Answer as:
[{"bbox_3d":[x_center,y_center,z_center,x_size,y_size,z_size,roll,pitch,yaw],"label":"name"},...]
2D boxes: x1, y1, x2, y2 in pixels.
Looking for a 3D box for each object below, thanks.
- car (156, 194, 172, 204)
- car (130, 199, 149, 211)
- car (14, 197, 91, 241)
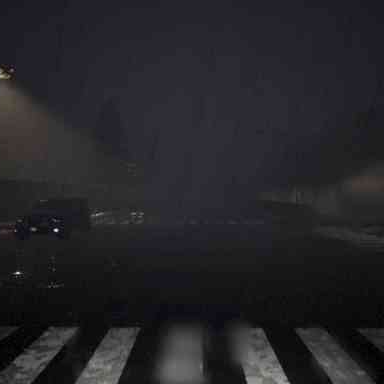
[{"bbox_3d":[-5.771,1.537,69.763,2.150,2.045,5.566,0,0,11],"label":"car"},{"bbox_3d":[-6.862,1.695,43.772,2.128,1.511,4.902,0,0,0],"label":"car"},{"bbox_3d":[-7.025,1.311,17.531,2.150,2.045,5.566,0,0,0],"label":"car"}]
